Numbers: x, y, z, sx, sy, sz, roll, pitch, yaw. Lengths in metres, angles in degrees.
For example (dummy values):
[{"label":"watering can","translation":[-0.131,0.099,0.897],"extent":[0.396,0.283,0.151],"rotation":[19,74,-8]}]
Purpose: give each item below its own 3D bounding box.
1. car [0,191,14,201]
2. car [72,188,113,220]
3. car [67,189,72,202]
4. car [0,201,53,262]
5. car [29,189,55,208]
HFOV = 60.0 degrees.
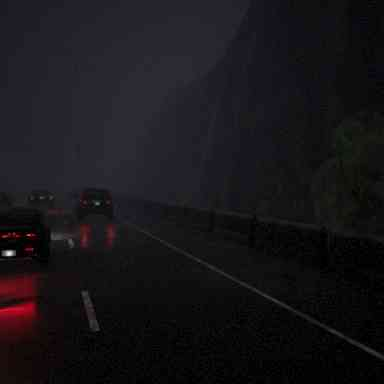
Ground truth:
[{"label":"car","translation":[-17.304,0.640,29.926],"extent":[1.837,1.490,4.892],"rotation":[1,1,-22]},{"label":"car","translation":[-6.792,0.724,22.807],"extent":[2.150,2.045,5.566],"rotation":[1,2,-22]},{"label":"car","translation":[-14.531,0.369,41.542],"extent":[1.882,1.535,5.008],"rotation":[1,1,-22]},{"label":"car","translation":[-5.579,1.257,10.727],"extent":[1.837,1.490,4.892],"rotation":[1,1,-22]},{"label":"car","translation":[-14.186,0.512,31.548],"extent":[2.097,1.767,4.553],"rotation":[1,2,-22]}]
